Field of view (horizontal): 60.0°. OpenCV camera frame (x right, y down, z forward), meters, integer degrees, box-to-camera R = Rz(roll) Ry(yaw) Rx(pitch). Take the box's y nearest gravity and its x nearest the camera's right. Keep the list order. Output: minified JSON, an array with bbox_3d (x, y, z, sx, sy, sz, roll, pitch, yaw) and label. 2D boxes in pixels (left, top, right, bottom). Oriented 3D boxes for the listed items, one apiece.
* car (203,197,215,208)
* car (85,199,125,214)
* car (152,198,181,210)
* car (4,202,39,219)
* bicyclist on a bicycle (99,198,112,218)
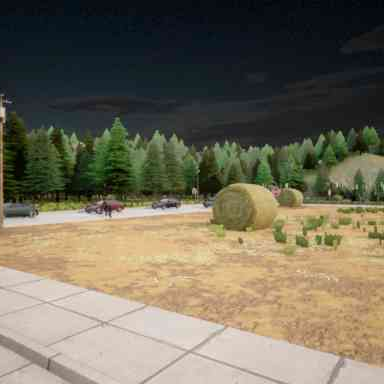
[{"bbox_3d":[3.501,1.518,47.782,2.128,1.511,4.902,0,0,37],"label":"car"},{"bbox_3d":[-9.454,1.552,36.333,1.812,1.442,4.674,0,0,36],"label":"car"},{"bbox_3d":[-3.373,1.552,44.560,1.812,1.442,4.674,0,0,37],"label":"car"},{"bbox_3d":[-15.367,1.591,28.341,1.994,1.385,4.181,0,0,36],"label":"car"},{"bbox_3d":[-7.034,1.327,27.028,1.656,1.620,0.582,0,0,36],"label":"bicyclist on a bicycle"}]
